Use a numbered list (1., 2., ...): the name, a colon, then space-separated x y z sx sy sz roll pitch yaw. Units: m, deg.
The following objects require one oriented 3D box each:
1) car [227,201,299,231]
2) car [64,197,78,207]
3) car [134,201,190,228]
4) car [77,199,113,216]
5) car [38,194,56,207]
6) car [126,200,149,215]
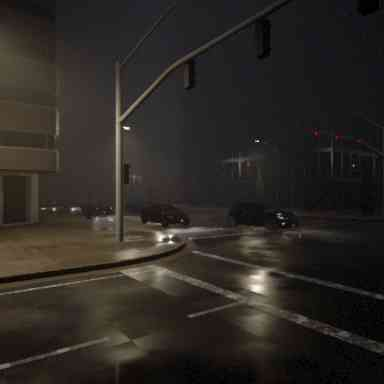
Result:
1. car: 4.425 1.404 21.158 2.097 1.767 4.553 0 0 -43
2. car: -18.635 1.548 52.035 2.128 1.511 4.902 0 0 -36
3. car: -2.014 1.581 23.309 1.812 1.442 4.674 0 0 -36
4. car: -9.718 1.656 33.802 1.895 1.301 4.718 0 0 -36
5. car: -23.008 1.267 52.124 2.150 2.045 5.566 0 0 -36
6. car: -4.806 1.533 33.018 1.882 1.535 5.008 0 0 -36
